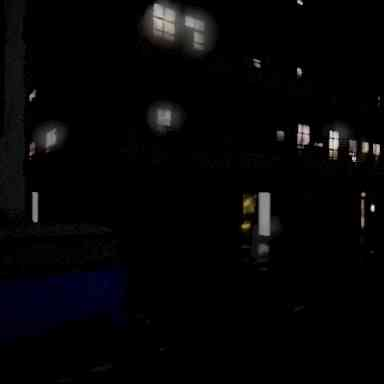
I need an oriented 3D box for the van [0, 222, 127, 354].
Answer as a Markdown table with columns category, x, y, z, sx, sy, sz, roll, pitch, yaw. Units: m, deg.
| category | x | y | z | sx | sy | sz | roll | pitch | yaw |
| --- | --- | --- | --- | --- | --- | --- | --- | --- | --- |
| van | -2.882 | 1.343 | 4.516 | 3.998 | 1.788 | 1.690 | 1 | -1 | -35 |
